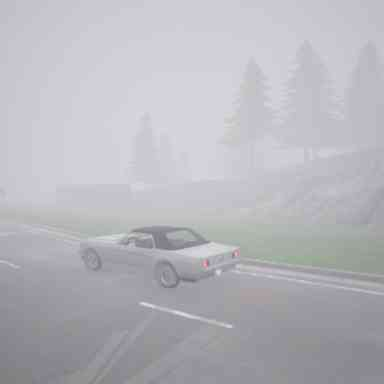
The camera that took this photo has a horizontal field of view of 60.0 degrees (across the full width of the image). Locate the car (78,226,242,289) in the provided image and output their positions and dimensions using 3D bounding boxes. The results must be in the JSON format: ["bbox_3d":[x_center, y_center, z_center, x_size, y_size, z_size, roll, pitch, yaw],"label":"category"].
[{"bbox_3d":[-1.109,1.611,9.228,4.718,1.301,1.895,0,0,38],"label":"car"}]
